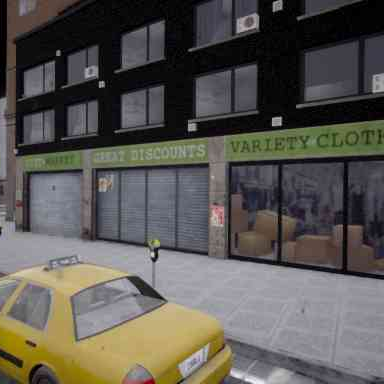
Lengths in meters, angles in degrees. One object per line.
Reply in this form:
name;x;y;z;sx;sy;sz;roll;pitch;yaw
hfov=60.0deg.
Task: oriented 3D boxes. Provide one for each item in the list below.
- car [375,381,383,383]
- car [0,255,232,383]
car;2.829;1.551;1.071;4.403;1.369;2.008;0;1;36
car;-1.855;1.524;4.416;4.829;1.417;1.752;0;1;36
